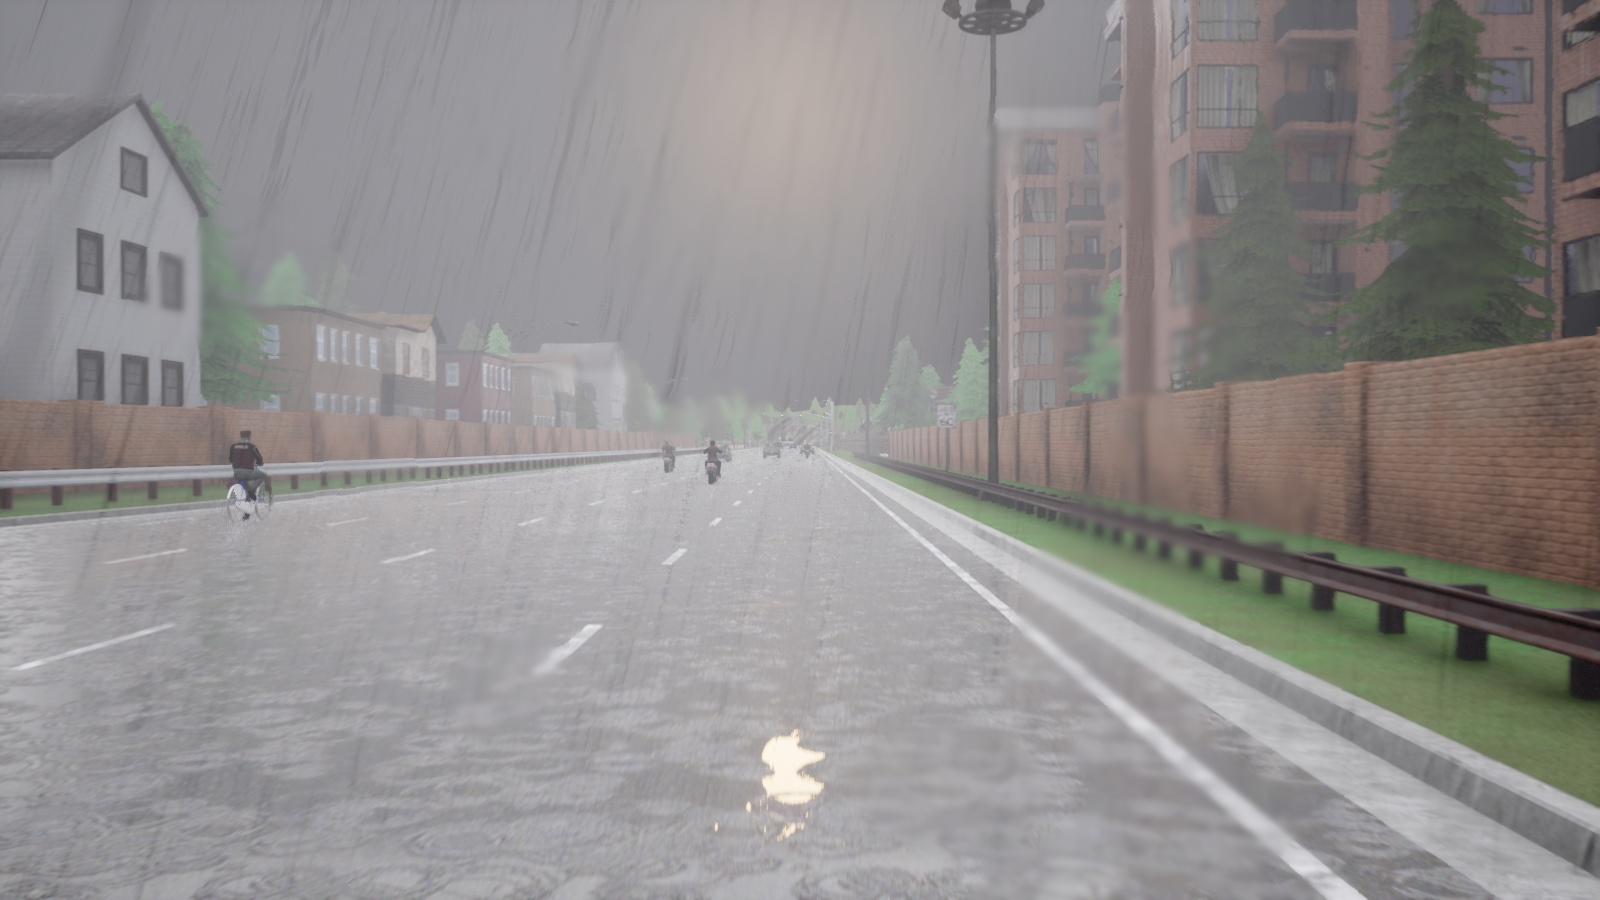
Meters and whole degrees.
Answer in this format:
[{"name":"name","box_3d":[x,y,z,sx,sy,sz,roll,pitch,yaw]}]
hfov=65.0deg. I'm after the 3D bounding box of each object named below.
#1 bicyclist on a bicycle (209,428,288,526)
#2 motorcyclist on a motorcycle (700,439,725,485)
[{"name":"bicyclist on a bicycle","box_3d":[-10.351,0.476,23.649,0.659,1.776,1.843,0,1,0]},{"name":"motorcyclist on a motorcycle","box_3d":[-3.221,0.433,46.530,0.766,1.649,2.350,0,0,0]}]
